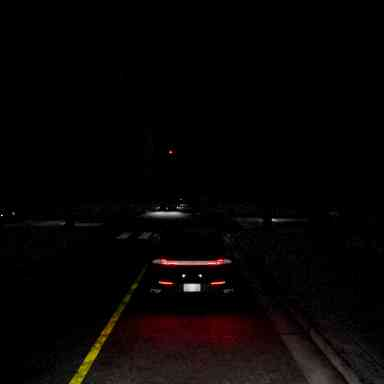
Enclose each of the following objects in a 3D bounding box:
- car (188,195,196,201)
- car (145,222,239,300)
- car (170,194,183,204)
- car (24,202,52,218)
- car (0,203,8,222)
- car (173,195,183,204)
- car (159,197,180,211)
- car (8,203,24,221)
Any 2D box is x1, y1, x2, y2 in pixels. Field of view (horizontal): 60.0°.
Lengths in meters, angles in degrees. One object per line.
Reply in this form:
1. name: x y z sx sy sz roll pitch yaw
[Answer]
1. car: 0.014 1.451 81.385 1.812 1.442 4.674 0 0 0
2. car: 0.003 1.492 8.362 2.128 1.511 4.902 0 0 0
3. car: -2.805 1.301 61.446 2.097 1.767 4.553 0 0 0
4. car: -14.759 1.580 29.540 4.313 1.339 1.947 0 0 0
5. car: -14.766 1.540 21.513 4.313 1.339 1.947 0 0 0
6. car: -2.837 1.509 51.233 2.033 1.411 5.357 0 0 0
7. car: -2.834 1.578 39.888 1.895 1.301 4.718 0 0 0
8. car: -15.680 1.209 24.055 5.566 2.045 2.150 0 0 0
